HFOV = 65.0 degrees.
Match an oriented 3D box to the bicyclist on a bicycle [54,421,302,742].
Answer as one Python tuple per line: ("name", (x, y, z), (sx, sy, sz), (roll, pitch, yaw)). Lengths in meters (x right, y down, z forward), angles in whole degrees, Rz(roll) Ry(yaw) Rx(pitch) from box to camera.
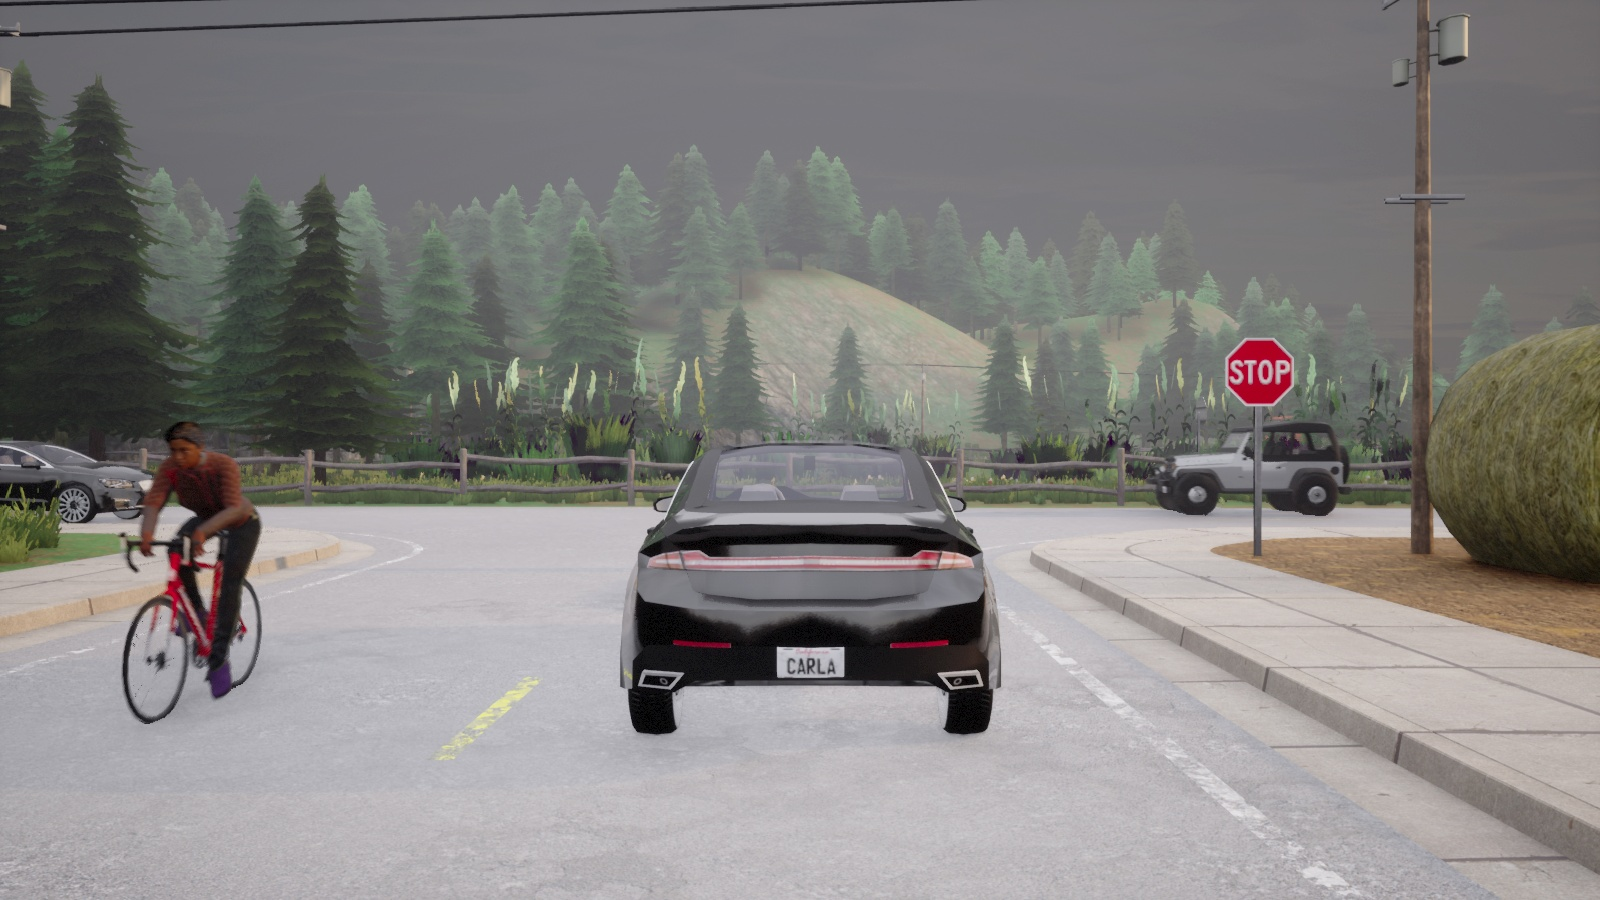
("bicyclist on a bicycle", (-3.460, 0.656, 7.153), (0.582, 1.620, 1.656), (0, 1, 0))

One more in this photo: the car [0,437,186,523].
("car", (-14.394, 0.524, 23.385), (4.902, 1.511, 2.128), (0, 0, 3))

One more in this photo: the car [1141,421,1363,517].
("car", (9.122, 0.370, 25.608), (3.866, 1.878, 1.905), (0, 0, 3))

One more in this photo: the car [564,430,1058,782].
("car", (0.061, 0.658, 7.862), (2.128, 1.511, 4.902), (0, 0, 0))
